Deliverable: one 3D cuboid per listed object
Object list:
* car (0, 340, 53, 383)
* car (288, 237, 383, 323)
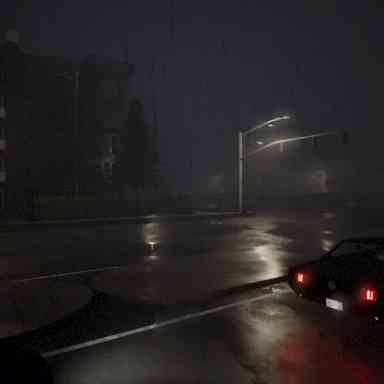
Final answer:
[{"bbox_3d":[-3.116,1.526,1.538,4.674,1.442,1.812,0,0,-36],"label":"car"},{"bbox_3d":[4.205,1.601,6.863,4.718,1.301,1.895,0,0,-35],"label":"car"}]
